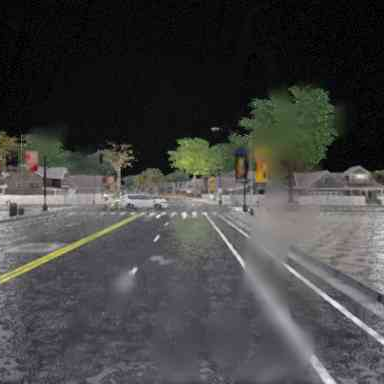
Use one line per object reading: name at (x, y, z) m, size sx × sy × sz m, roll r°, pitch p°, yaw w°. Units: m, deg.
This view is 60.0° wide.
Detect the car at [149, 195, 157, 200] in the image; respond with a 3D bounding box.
car at (-10.420, 1.457, 88.925) m, size 2.033 × 1.411 × 5.357 m, roll 0°, pitch 0°, yaw -7°

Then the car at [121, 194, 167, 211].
car at (-5.815, 1.279, 40.758) m, size 5.566 × 2.045 × 2.150 m, roll 0°, pitch 0°, yaw 2°

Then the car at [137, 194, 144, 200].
car at (-13.636, 1.399, 88.451) m, size 1.882 × 1.535 × 5.008 m, roll 0°, pitch 0°, yaw -7°
